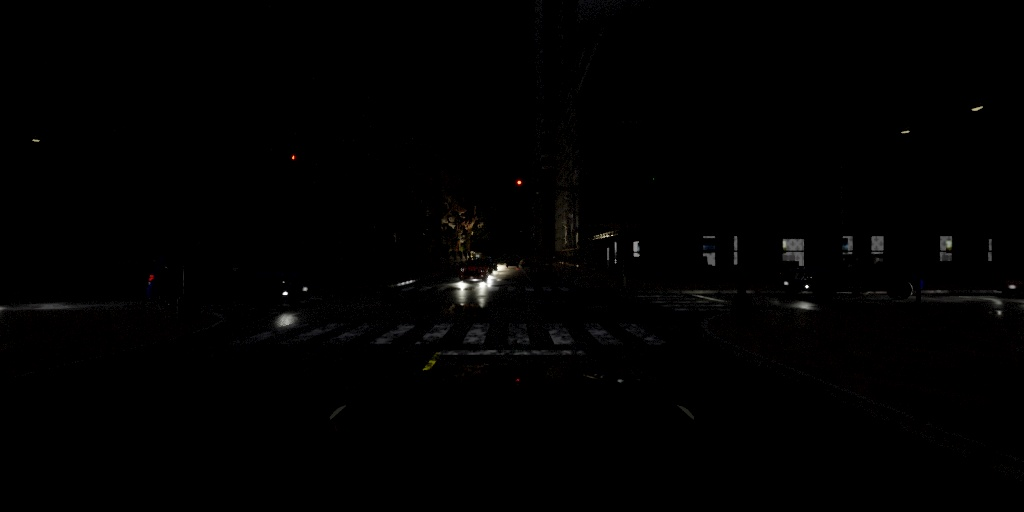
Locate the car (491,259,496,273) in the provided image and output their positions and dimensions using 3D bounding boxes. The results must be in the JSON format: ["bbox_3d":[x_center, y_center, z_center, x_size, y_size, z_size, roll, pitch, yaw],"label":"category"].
[{"bbox_3d":[-3.127,1.353,39.794,1.895,1.301,4.718,0,0,0],"label":"car"}]

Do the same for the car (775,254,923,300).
[{"bbox_3d":[15.700,0.925,16.873,5.566,2.045,2.150,0,0,1],"label":"car"}]

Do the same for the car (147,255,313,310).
[{"bbox_3d":[-11.166,0.995,14.428,5.566,2.045,2.150,0,0,-2],"label":"car"}]

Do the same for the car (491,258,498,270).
[{"bbox_3d":[-3.124,1.105,49.770,2.097,1.767,4.553,0,0,0],"label":"car"}]

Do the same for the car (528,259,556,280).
[{"bbox_3d":[2.669,1.192,30.835,1.967,1.591,4.097,0,0,0],"label":"car"}]

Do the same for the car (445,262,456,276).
[{"bbox_3d":[-5.716,1.297,36.507,1.888,1.381,4.507,0,0,0],"label":"car"}]

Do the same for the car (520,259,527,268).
[{"bbox_3d":[2.647,1.315,59.241,1.948,1.339,4.313,0,0,0],"label":"car"}]

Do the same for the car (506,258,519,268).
[{"bbox_3d":[0.059,1.100,61.940,2.097,1.767,4.553,0,0,0],"label":"car"}]

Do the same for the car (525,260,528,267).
[{"bbox_3d":[2.664,1.318,36.516,1.948,1.339,4.313,0,0,0],"label":"car"}]

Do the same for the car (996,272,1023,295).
[{"bbox_3d":[25.776,1.164,16.667,4.902,1.511,2.128,0,0,1],"label":"car"}]

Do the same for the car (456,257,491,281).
[{"bbox_3d":[-3.121,1.104,30.007,2.097,1.767,4.553,0,0,0],"label":"car"}]
